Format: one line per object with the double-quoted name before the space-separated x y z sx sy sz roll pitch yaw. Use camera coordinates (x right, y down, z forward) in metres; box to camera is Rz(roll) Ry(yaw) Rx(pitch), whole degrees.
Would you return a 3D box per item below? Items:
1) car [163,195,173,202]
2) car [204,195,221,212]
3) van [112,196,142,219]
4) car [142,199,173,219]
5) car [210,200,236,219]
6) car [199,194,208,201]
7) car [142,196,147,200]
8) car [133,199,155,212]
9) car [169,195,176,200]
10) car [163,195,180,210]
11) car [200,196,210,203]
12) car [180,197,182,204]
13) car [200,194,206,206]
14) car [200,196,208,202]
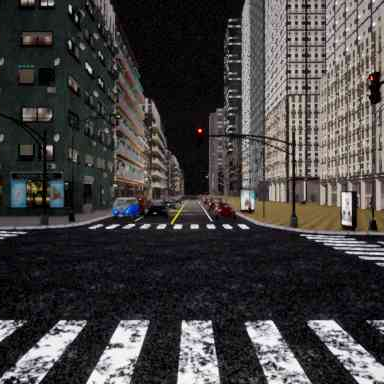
"car" -5.553 1.492 78.182 1.967 1.590 4.097 0 0 0
"car" 2.764 1.456 39.475 1.967 1.590 4.097 0 0 0
"van" -5.635 1.351 28.434 1.690 1.788 3.998 0 0 0
"car" -3.051 1.574 29.455 1.994 1.385 4.181 0 0 0
"car" 2.744 1.592 28.419 1.802 1.307 4.206 0 0 0
"car" 2.838 1.373 83.695 2.192 1.841 5.009 0 0 0
"car" -5.626 1.327 33.962 2.192 1.841 5.009 0 0 0
"car" -5.618 1.560 39.490 1.887 1.381 4.507 0 0 0
"car" -5.526 1.639 94.765 1.947 1.339 4.313 0 0 0
"car" -3.028 1.508 42.505 2.128 1.511 4.902 0 0 0
"car" 2.818 1.590 72.640 1.887 1.381 4.507 0 0 0
"car" -2.894 1.583 63.943 2.033 1.411 5.357 0 0 0
"car" 2.791 1.468 56.057 1.967 1.590 4.097 0 0 0
"car" 2.827 1.634 78.167 1.802 1.307 4.206 0 0 0
